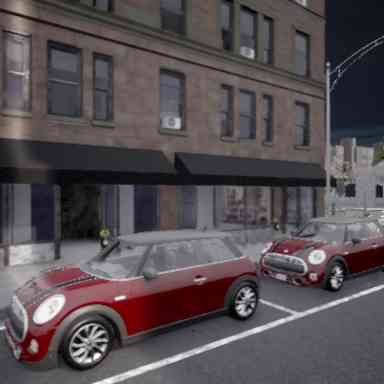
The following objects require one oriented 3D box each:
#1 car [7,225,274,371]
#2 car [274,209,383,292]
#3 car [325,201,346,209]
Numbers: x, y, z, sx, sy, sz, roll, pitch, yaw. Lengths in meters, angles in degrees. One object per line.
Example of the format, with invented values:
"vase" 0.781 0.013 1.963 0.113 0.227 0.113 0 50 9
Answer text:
"car" -0.805 1.435 5.622 4.097 1.590 1.967 0 0 -36
"car" 3.676 1.424 8.817 4.097 1.590 1.967 0 0 -36
"car" 11.757 1.475 30.802 2.128 1.511 4.902 0 0 -35
